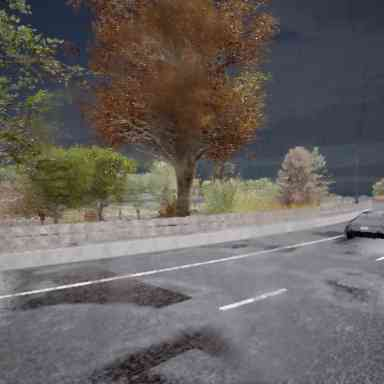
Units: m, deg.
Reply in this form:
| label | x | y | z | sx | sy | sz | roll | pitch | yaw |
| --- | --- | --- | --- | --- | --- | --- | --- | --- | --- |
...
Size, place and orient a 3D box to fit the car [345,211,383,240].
| label | x | y | z | sx | sy | sz | roll | pitch | yaw |
| --- | --- | --- | --- | --- | --- | --- | --- | --- | --- |
| car | 9.381 | 1.646 | 16.784 | 4.181 | 1.385 | 1.994 | 0 | 0 | -45 |
